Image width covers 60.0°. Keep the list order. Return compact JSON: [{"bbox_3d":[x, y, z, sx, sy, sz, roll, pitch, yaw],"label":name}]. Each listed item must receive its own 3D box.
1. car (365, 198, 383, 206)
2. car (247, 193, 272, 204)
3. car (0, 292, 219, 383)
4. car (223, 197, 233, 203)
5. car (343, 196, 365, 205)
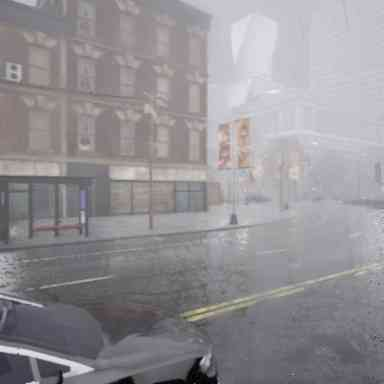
[{"bbox_3d":[28.397,1.518,49.241,1.895,1.301,4.718,0,0,-6],"label":"car"},{"bbox_3d":[12.748,1.157,63.447,2.150,2.045,5.566,0,0,-29],"label":"car"},{"bbox_3d":[-1.984,1.492,2.331,4.902,1.511,2.128,0,0,-35],"label":"car"},{"bbox_3d":[6.321,1.586,66.934,1.895,1.301,4.718,0,0,-35],"label":"car"},{"bbox_3d":[27.085,1.440,54.820,2.002,1.452,4.674,0,0,-16],"label":"car"}]
